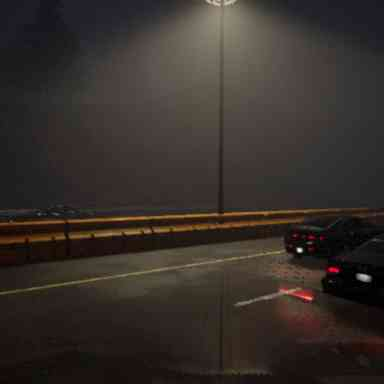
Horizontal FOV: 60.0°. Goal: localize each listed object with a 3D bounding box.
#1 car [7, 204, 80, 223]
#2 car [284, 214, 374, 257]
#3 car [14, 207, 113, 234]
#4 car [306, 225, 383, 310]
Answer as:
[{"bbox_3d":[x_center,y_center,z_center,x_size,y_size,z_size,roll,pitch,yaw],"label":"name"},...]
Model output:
[{"bbox_3d":[-8.140,1.495,19.666,4.892,1.490,1.837,1,0,-35],"label":"car"},{"bbox_3d":[5.337,1.553,11.814,4.892,1.490,1.837,0,0,-35],"label":"car"},{"bbox_3d":[-6.081,1.596,16.836,4.718,1.301,1.895,0,0,-35],"label":"car"},{"bbox_3d":[5.100,1.585,7.363,5.357,1.411,2.033,0,0,-35],"label":"car"}]
